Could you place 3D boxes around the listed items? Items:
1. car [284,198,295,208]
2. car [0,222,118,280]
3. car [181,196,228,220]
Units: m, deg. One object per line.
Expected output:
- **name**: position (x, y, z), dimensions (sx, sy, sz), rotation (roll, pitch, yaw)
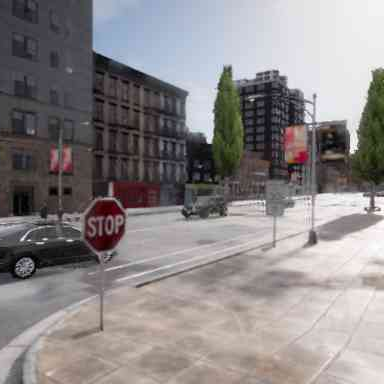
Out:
- **car**: position (13.202, 1.567, 47.843), dimensions (2.033, 1.411, 5.357), rotation (1, 1, 35)
- **car**: position (-4.640, 1.750, 11.040), dimensions (1.837, 1.490, 4.892), rotation (1, -1, 35)
- **car**: position (1.292, 1.378, 30.999), dimensions (2.150, 2.045, 5.566), rotation (1, 1, 35)
